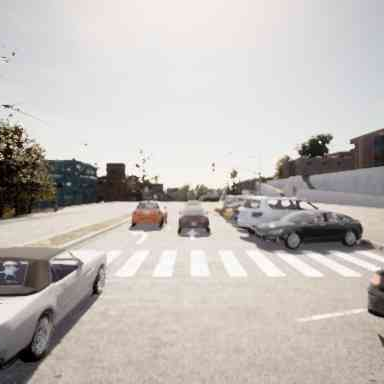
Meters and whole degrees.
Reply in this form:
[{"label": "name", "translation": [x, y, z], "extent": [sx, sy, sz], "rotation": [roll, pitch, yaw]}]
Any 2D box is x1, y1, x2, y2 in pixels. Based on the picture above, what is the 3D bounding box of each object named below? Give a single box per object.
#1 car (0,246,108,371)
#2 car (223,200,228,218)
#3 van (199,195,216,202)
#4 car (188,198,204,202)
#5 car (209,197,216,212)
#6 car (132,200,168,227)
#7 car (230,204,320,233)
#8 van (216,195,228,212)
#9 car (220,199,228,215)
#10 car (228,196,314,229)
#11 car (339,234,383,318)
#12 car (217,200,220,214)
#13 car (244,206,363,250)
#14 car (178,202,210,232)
[{"label": "car", "translation": [-2.898, 1.605, 5.807], "extent": [1.895, 1.301, 4.718], "rotation": [0, 0, 0]}, {"label": "car", "translation": [5.067, 1.565, 23.357], "extent": [4.892, 1.521, 2.231], "rotation": [1, -1, -20]}, {"label": "van", "translation": [4.977, 1.709, 87.530], "extent": [4.442, 1.987, 1.878], "rotation": [1, -2, -20]}, {"label": "car", "translation": [0.108, 1.689, 36.950], "extent": [1.812, 1.442, 4.674], "rotation": [0, 0, 0]}, {"label": "car", "translation": [4.903, 1.637, 35.220], "extent": [5.366, 1.575, 1.946], "rotation": [1, 0, -20]}, {"label": "car", "translation": [-2.896, 1.426, 23.565], "extent": [2.097, 1.767, 4.553], "rotation": [0, 0, 0]}, {"label": "car", "translation": [5.079, 1.546, 20.372], "extent": [5.008, 1.535, 2.097], "rotation": [1, 0, -20]}, {"label": "van", "translation": [4.969, 1.395, 32.263], "extent": [4.442, 1.987, 1.878], "rotation": [1, 0, -20]}, {"label": "car", "translation": [5.248, 1.582, 26.405], "extent": [5.366, 1.575, 1.946], "rotation": [1, -1, -20]}, {"label": "car", "translation": [5.102, 1.280, 17.409], "extent": [5.566, 2.045, 2.435], "rotation": [1, -1, -20]}, {"label": "car", "translation": [5.067, 1.536, 5.466], "extent": [4.674, 1.452, 2.002], "rotation": [1, 0, -20]}, {"label": "car", "translation": [5.101, 1.632, 29.334], "extent": [4.792, 1.488, 2.163], "rotation": [1, -1, -20]}, {"label": "car", "translation": [5.083, 1.521, 14.406], "extent": [4.892, 1.521, 2.231], "rotation": [1, 0, -20]}, {"label": "car", "translation": [0.102, 1.581, 20.383], "extent": [1.812, 1.442, 4.674], "rotation": [0, 0, 0]}]
